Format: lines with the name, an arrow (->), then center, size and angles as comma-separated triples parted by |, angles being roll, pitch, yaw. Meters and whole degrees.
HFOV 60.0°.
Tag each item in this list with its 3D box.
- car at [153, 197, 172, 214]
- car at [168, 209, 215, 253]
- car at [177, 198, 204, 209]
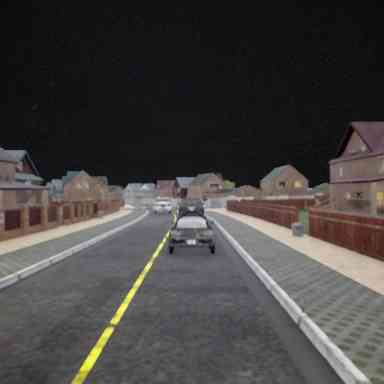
car -> -3.833, 1.686, 43.533 | 2.150, 2.045, 5.566 | 0, -1, -6
car -> 0.000, 1.669, 14.374 | 1.812, 1.442, 4.674 | 0, 0, 0
car -> -0.106, 1.521, 29.074 | 2.150, 2.045, 5.566 | 0, -1, -2
